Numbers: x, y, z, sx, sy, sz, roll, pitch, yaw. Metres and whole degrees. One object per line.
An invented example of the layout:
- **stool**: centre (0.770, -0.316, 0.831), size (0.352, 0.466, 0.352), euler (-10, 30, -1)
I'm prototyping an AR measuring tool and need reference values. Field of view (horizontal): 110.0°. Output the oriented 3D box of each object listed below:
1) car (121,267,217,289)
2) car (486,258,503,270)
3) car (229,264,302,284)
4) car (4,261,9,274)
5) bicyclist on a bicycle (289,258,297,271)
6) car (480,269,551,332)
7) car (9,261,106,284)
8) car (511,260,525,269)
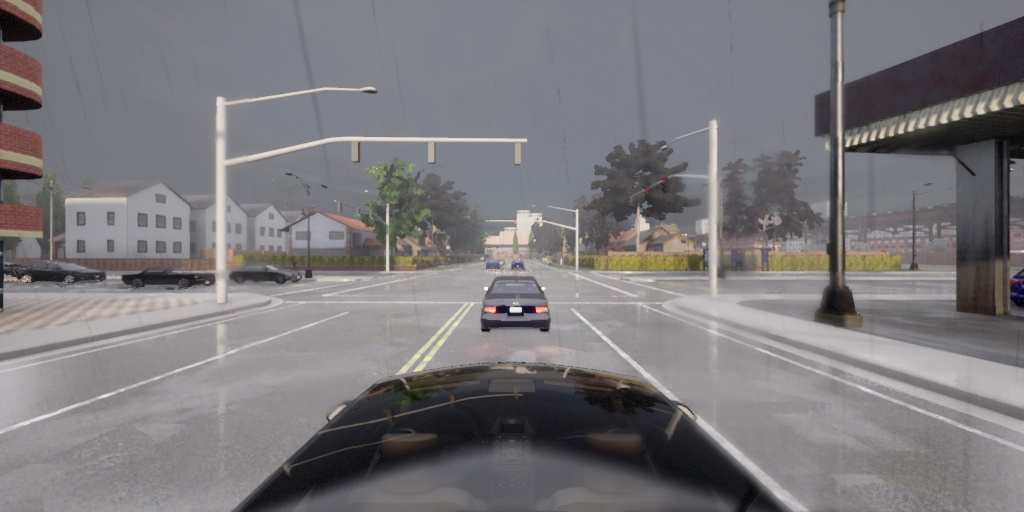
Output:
- **car**: centre (-21.159, 1.342, 22.405), size (4.718, 1.301, 1.895), euler (0, 0, 2)
- **car**: centre (-2.823, 1.206, 53.595), size (1.882, 1.535, 5.008), euler (0, 0, 1)
- **car**: centre (-17.712, 1.266, 25.880), size (4.674, 1.442, 1.812), euler (0, 0, 1)
- **car**: centre (-50.287, 1.241, 34.508), size (4.892, 1.490, 1.837), euler (0, 0, 2)
- **bicyclist on a bicycle**: centre (-26.530, 1.033, 43.483), size (0.582, 1.620, 1.656), euler (0, 0, 1)
- **car**: centre (0.085, 1.294, 10.837), size (2.033, 1.411, 5.357), euler (0, 0, 0)
- **car**: centre (-32.630, 1.217, 26.094), size (5.008, 1.535, 1.882), euler (0, 0, 1)
- **car**: centre (0.848, 1.254, 54.157), size (1.812, 1.442, 4.674), euler (0, 0, 0)
